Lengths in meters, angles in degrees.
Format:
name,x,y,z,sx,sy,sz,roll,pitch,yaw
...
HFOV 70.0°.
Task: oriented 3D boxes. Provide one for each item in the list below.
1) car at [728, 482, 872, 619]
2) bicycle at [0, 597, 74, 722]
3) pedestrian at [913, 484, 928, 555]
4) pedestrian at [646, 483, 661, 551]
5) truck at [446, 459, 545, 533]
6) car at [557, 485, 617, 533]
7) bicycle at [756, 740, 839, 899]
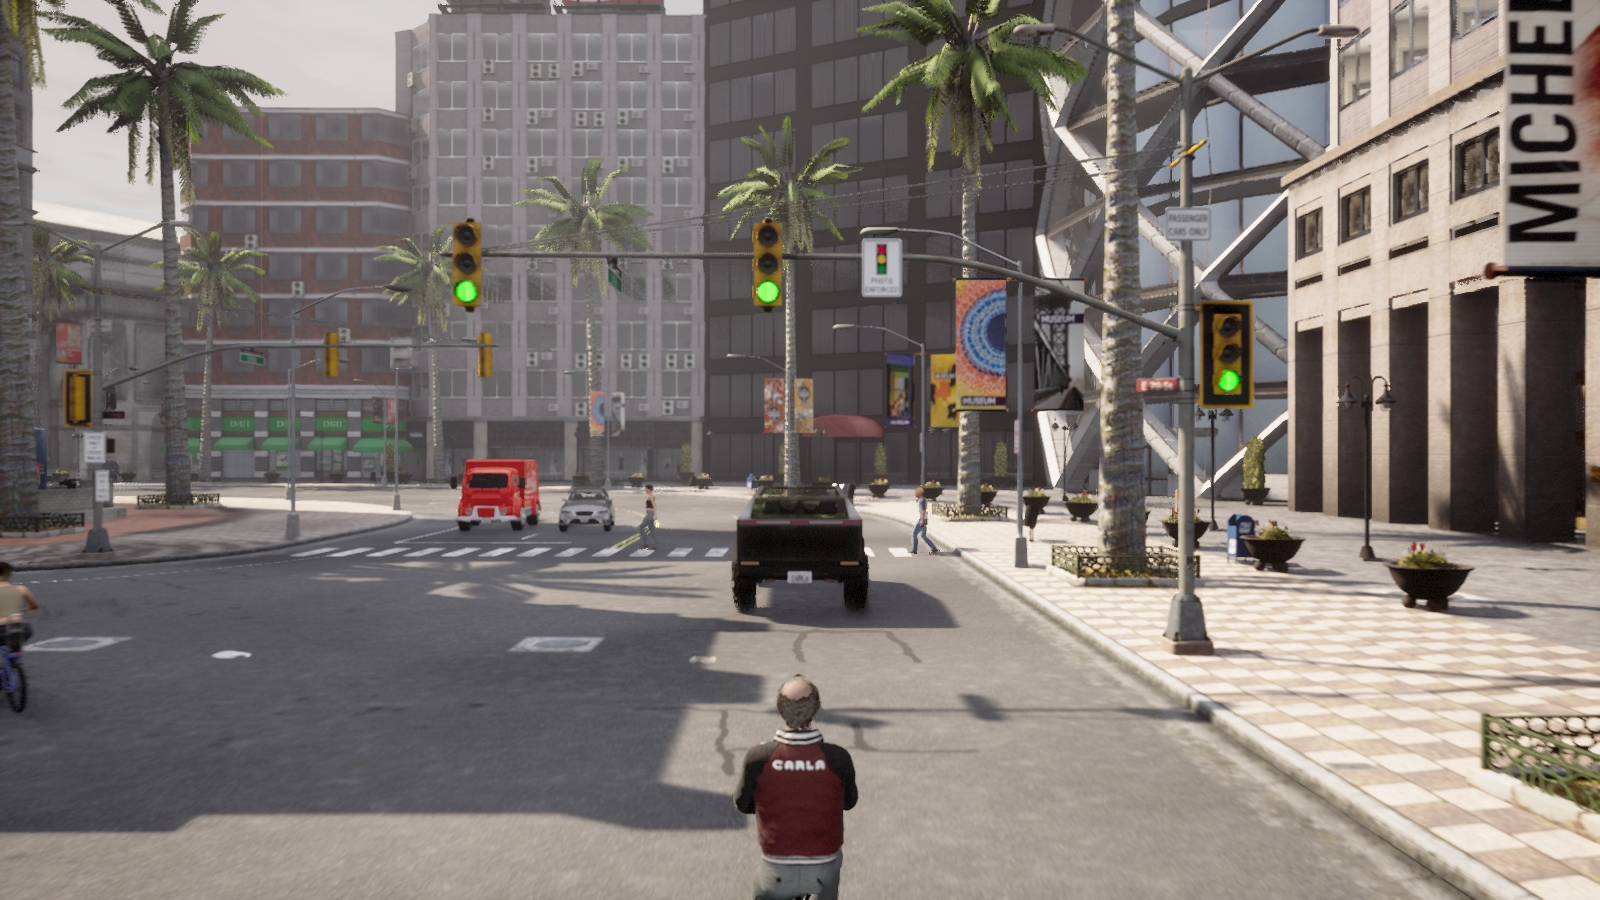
name,x,y,z,sx,sy,sz,roll,pitch,yaw
car,-0.004,1.753,22.034,2.390,2.098,6.274,0,0,0
bicycle,-8.662,2.256,12.423,1.487,1.080,0.859,0,2,40
pedestrian,3.221,1.849,30.530,0.375,1.860,0.375,0,0,13
pedestrian,-4.060,1.848,31.628,0.375,1.860,0.375,0,0,-3
truck,-10.880,1.567,41.252,2.627,2.467,5.204,0,0,-6
car,-7.518,2.065,40.591,1.816,1.474,4.193,0,0,-7
bicycle,-0.012,2.210,5.465,0.329,1.171,1.835,0,0,0
